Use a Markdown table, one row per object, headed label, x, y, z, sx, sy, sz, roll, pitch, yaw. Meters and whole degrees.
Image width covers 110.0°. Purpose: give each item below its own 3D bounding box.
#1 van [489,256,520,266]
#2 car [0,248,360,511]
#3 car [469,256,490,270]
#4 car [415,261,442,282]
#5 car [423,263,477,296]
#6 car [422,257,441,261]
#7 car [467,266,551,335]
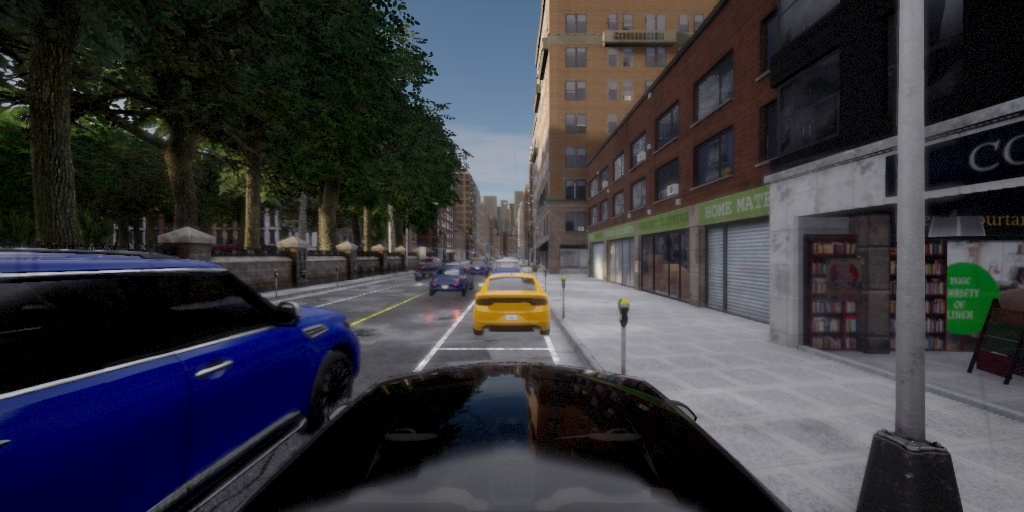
| label | x | y | z | sx | sy | sz | roll | pitch | yaw |
| --- | --- | --- | --- | --- | --- | --- | --- | --- | --- |
| van | -0.289 | 1.083 | 21.849 | 1.690 | 1.789 | 3.998 | 0 | 0 | 0 |
| car | -3.063 | 0.973 | 2.335 | 2.150 | 2.045 | 5.566 | 0 | 0 | 0 |
| car | -3.053 | 1.084 | 33.921 | 2.097 | 1.767 | 4.553 | 0 | 0 | 0 |
| car | -6.243 | 1.301 | 28.301 | 1.994 | 1.385 | 4.181 | 0 | 0 | 0 |
| car | -3.147 | 1.269 | 19.158 | 1.812 | 1.442 | 4.674 | 0 | 0 | 0 |
| car | -8.813 | 1.041 | 38.791 | 2.192 | 1.841 | 5.009 | 0 | 0 | 0 |
| car | -0.005 | 1.225 | 10.500 | 1.882 | 1.535 | 5.008 | 0 | 0 | 0 |
